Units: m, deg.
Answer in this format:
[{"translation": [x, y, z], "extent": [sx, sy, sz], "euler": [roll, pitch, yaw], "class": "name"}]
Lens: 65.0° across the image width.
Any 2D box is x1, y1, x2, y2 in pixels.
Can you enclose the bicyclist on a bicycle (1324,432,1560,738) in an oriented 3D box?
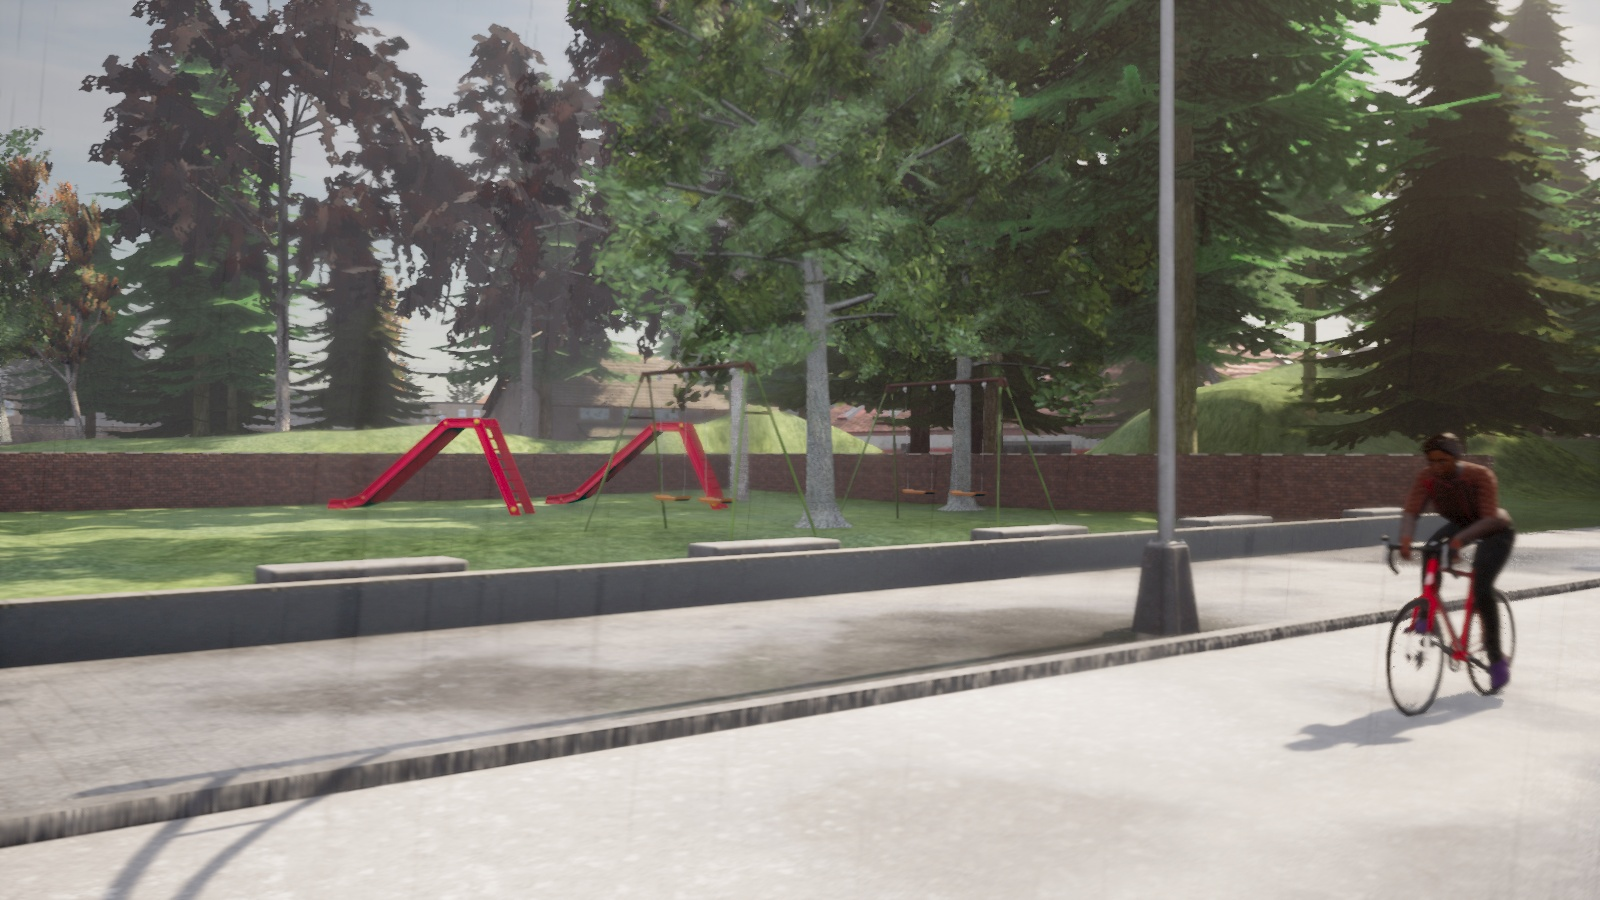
[{"translation": [3.794, 0.710, 7.372], "extent": [1.656, 1.620, 0.582], "euler": [0, 0, -38], "class": "bicyclist on a bicycle"}]
